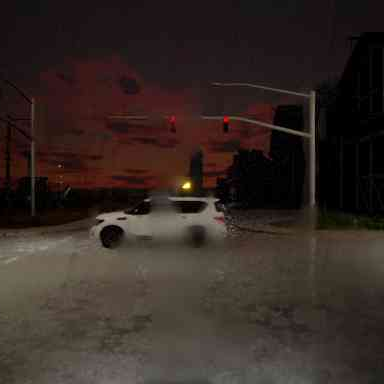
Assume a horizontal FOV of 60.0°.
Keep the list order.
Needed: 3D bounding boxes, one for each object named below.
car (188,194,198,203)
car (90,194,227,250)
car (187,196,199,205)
[{"bbox_3d":[0.179,1.352,67.303,2.097,1.767,4.553,0,0,0],"label":"car"},{"bbox_3d":[-1.334,1.231,13.982,5.566,2.045,2.150,0,0,1],"label":"car"},{"bbox_3d":[0.194,1.496,57.563,2.033,1.411,5.357,0,-1,1],"label":"car"}]
